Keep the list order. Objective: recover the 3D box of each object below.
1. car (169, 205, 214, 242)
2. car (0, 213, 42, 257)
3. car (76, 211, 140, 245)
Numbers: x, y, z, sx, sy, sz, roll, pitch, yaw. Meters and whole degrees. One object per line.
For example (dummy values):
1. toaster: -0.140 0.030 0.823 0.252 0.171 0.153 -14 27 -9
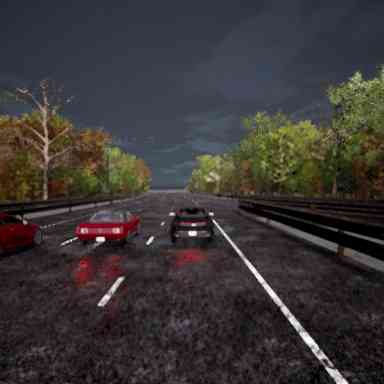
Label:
1. car: -0.004 1.390 15.725 1.837 1.490 4.892 0 0 -1
2. car: -6.963 1.441 11.571 1.812 1.442 4.674 0 0 0
3. car: -3.494 1.493 14.876 1.895 1.301 4.718 0 0 -1
